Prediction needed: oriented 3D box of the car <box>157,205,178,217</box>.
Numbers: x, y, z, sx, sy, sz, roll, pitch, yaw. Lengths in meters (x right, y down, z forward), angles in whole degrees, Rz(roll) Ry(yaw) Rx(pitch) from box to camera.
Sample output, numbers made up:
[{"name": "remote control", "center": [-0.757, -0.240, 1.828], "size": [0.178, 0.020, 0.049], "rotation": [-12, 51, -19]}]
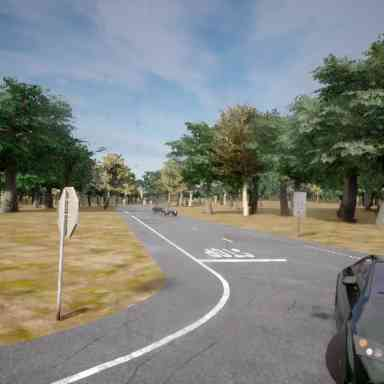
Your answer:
[{"name": "car", "center": [-3.410, 2.852, 48.032], "size": [1.895, 1.301, 4.718], "rotation": [3, -2, -13]}]

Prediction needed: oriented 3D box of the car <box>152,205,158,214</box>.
[{"name": "car", "center": [-5.652, 2.963, 56.882], "size": [1.882, 1.535, 5.008], "rotation": [3, -2, -14]}]

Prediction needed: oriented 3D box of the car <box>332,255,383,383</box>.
[{"name": "car", "center": [3.105, 1.643, 4.618], "size": [1.994, 1.385, 4.181], "rotation": [1, -1, 22]}]
